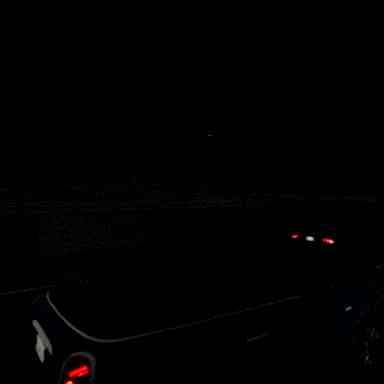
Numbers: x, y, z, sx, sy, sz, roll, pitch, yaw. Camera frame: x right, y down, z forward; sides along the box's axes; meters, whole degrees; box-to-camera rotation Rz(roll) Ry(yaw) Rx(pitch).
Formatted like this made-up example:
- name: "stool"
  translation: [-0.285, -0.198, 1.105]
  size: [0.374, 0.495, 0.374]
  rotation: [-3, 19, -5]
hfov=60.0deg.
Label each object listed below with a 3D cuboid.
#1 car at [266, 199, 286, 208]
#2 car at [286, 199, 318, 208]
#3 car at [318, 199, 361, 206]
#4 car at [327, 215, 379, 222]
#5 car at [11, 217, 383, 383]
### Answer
- name: "car"
  translation: [10.343, 1.528, 37.161]
  size: [4.892, 1.490, 1.837]
  rotation: [0, 0, -35]
- name: "car"
  translation: [12.377, 1.514, 34.313]
  size: [4.902, 1.511, 2.128]
  rotation: [0, 0, -35]
- name: "car"
  translation: [14.418, 1.527, 31.470]
  size: [4.892, 1.490, 1.837]
  rotation: [0, 0, -35]
- name: "car"
  translation: [5.861, 1.559, 12.224]
  size: [5.357, 1.411, 2.033]
  rotation: [0, 0, -35]
- name: "car"
  translation: [0.439, 1.355, 4.066]
  size: [4.553, 1.767, 2.097]
  rotation: [0, 0, -35]
